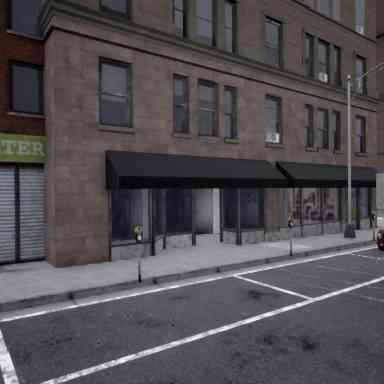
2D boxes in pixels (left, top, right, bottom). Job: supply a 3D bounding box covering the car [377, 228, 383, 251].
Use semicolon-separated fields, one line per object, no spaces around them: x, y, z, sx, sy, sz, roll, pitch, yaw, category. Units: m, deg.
8.899;1.541;12.894;4.507;1.381;1.887;0;-1;-36;car
